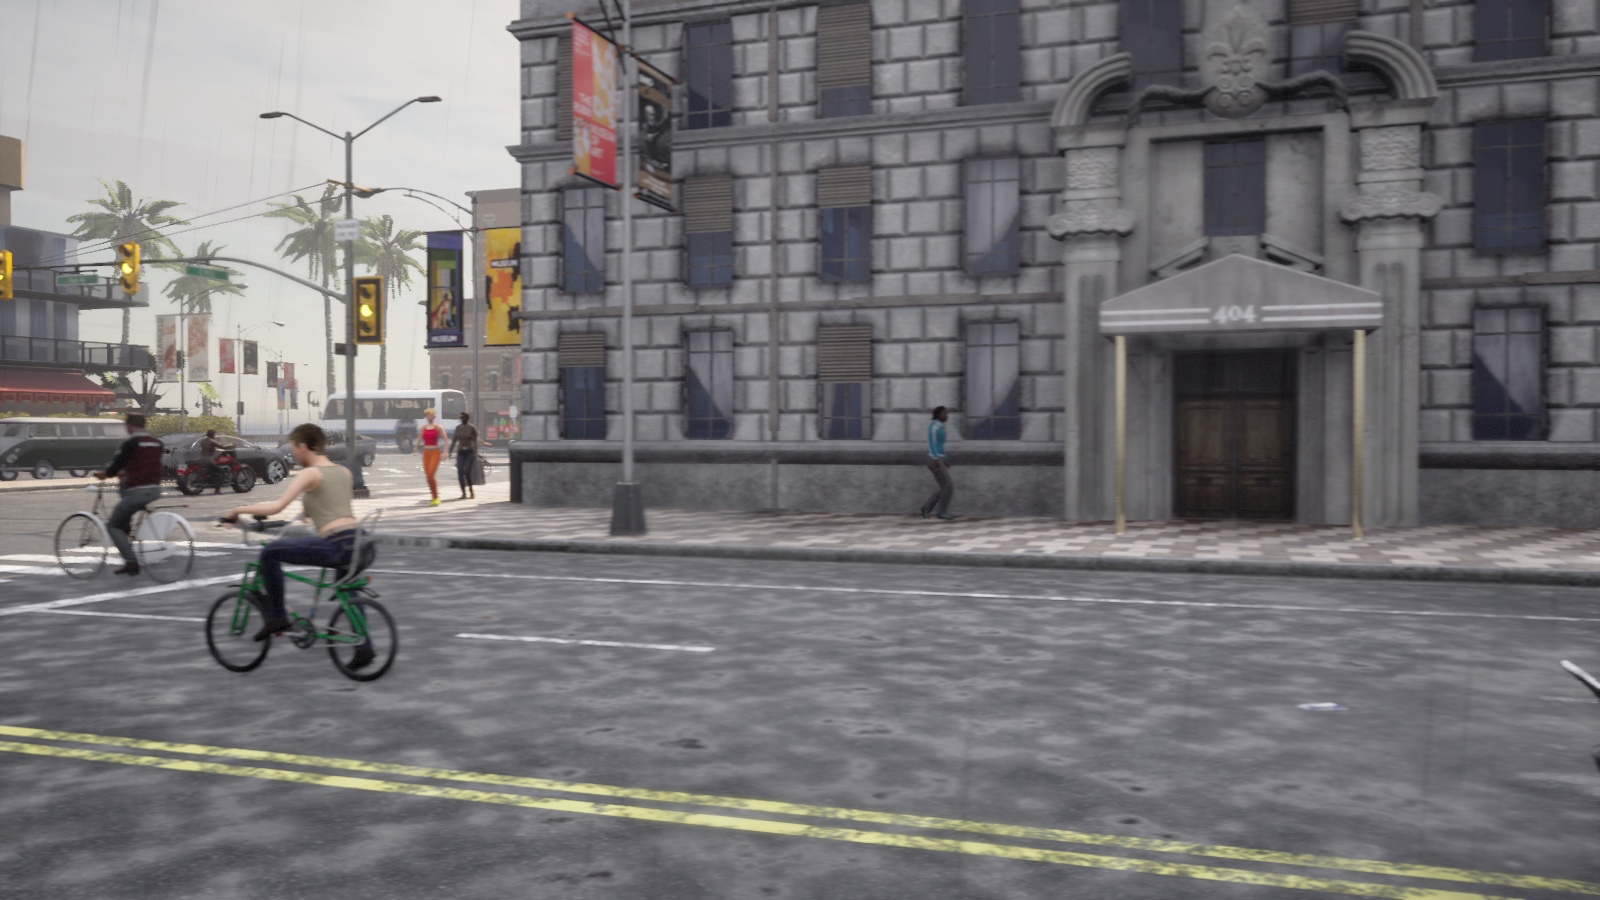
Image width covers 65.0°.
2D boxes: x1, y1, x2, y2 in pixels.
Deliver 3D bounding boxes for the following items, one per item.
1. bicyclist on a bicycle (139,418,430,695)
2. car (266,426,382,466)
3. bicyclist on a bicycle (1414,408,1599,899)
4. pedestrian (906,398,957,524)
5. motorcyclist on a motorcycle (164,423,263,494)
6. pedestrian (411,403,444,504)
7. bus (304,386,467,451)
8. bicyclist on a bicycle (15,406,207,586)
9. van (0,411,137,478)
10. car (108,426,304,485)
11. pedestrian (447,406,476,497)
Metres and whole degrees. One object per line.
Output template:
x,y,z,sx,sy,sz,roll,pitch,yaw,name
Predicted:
-3.255,0.611,7.976,1.509,1.612,0.866,1,1,19,bicyclist on a bicycle
-19.386,-0.187,51.348,2.007,1.525,4.514,1,1,19,car
2.103,0.733,2.460,1.509,1.612,0.866,1,1,19,bicyclist on a bicycle
2.047,0.169,19.520,0.692,1.930,0.396,1,1,21,pedestrian
-14.310,0.187,30.722,0.766,1.649,2.350,1,1,19,motorcyclist on a motorcycle
-6.874,0.059,23.168,0.345,1.836,0.594,0,1,11,pedestrian
-28.201,-2.129,85.531,10.273,4.253,3.944,1,1,19,bus
-7.112,0.441,12.971,1.843,1.776,0.659,1,1,19,bicyclist on a bicycle
-23.421,-0.209,39.590,1.775,1.987,4.442,1,1,19,van
-16.485,0.107,35.163,2.128,1.511,4.902,1,1,19,car
-6.855,0.021,25.482,0.328,1.805,0.869,0,1,2,pedestrian
